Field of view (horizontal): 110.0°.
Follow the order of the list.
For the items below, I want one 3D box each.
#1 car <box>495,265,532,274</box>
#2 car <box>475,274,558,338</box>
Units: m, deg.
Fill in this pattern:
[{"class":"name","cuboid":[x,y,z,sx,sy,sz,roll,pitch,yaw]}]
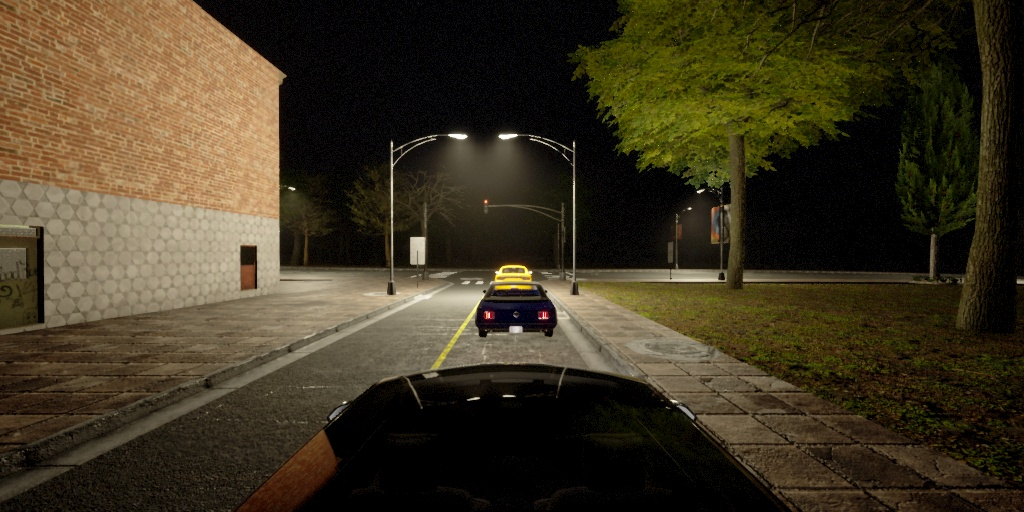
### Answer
[{"class":"car","cuboid":[0.089,1.255,19.574,1.882,1.535,5.008,0,0,1]},{"class":"car","cuboid":[0.093,1.356,10.230,1.895,1.301,4.718,0,0,0]}]
